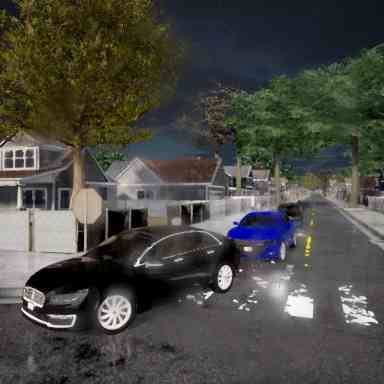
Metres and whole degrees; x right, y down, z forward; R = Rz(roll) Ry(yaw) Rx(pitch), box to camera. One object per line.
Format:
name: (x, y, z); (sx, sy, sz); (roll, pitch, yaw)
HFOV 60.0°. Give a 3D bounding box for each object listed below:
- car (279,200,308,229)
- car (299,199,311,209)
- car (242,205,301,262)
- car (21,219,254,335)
car: (6.459, 1.506, 22.083); (1.837, 1.490, 4.892); (0, 0, 21)
car: (15.821, 1.622, 47.104); (1.895, 1.301, 4.718); (0, 0, 21)
car: (2.729, 1.477, 12.474); (1.882, 1.535, 5.008); (0, 0, 24)
car: (-0.865, 1.507, 6.937); (1.837, 1.490, 4.892); (0, 0, 42)
